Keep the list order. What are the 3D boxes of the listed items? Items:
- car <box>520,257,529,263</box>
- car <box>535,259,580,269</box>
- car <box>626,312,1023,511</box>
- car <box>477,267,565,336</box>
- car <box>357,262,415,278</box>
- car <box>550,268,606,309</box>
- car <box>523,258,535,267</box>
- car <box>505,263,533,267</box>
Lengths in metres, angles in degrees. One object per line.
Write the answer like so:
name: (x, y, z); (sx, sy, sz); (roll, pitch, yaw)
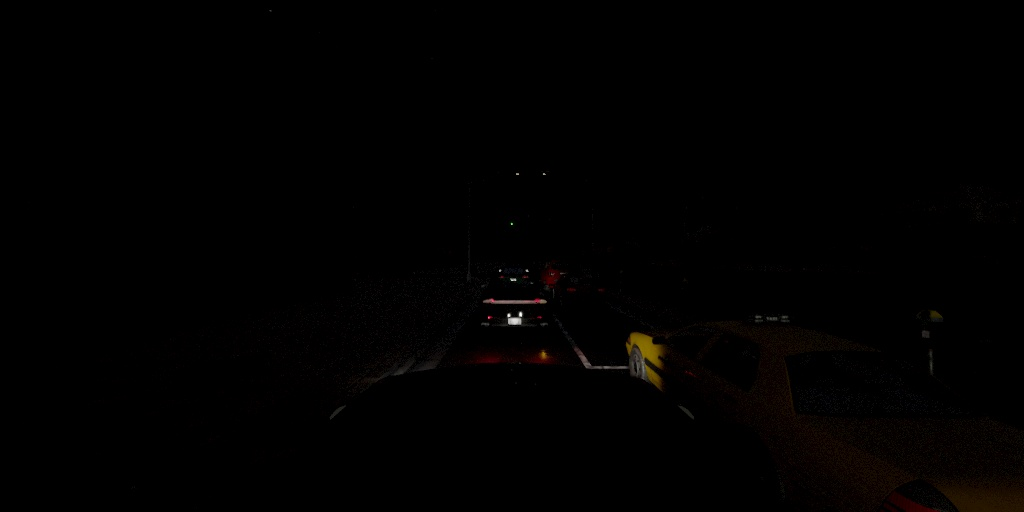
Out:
car: (2.770, 1.403, 62.881); (1.888, 1.381, 4.507); (0, 0, 0)
car: (2.678, 1.076, 20.140); (2.192, 1.841, 5.009); (0, 0, 0)
car: (2.643, 1.276, 3.963); (1.751, 1.417, 4.829); (0, 0, 0)
car: (0.085, 1.245, 10.452); (2.128, 1.511, 4.902); (0, 0, 1)
car: (-11.124, 1.236, 31.746); (4.902, 1.511, 2.128); (0, -1, 0)
car: (2.666, 1.338, 14.692); (1.802, 1.307, 4.207); (0, 0, 0)
car: (2.735, 1.356, 46.570); (1.888, 1.381, 4.507); (0, 0, 0)
car: (0.094, 1.330, 22.996); (1.994, 1.385, 4.181); (0, 0, 0)
